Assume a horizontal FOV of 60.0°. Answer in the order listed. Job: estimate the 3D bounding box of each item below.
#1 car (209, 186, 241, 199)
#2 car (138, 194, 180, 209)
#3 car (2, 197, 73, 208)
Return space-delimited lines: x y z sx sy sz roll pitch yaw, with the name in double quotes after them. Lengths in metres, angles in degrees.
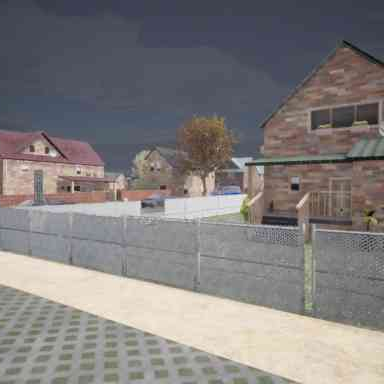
4.497 0.244 44.043 2.150 2.045 5.566 1 2 36 "car"
-3.239 0.877 33.246 2.033 1.411 5.357 1 2 35 "car"
-10.590 1.107 22.916 1.882 1.535 5.008 1 2 35 "car"
